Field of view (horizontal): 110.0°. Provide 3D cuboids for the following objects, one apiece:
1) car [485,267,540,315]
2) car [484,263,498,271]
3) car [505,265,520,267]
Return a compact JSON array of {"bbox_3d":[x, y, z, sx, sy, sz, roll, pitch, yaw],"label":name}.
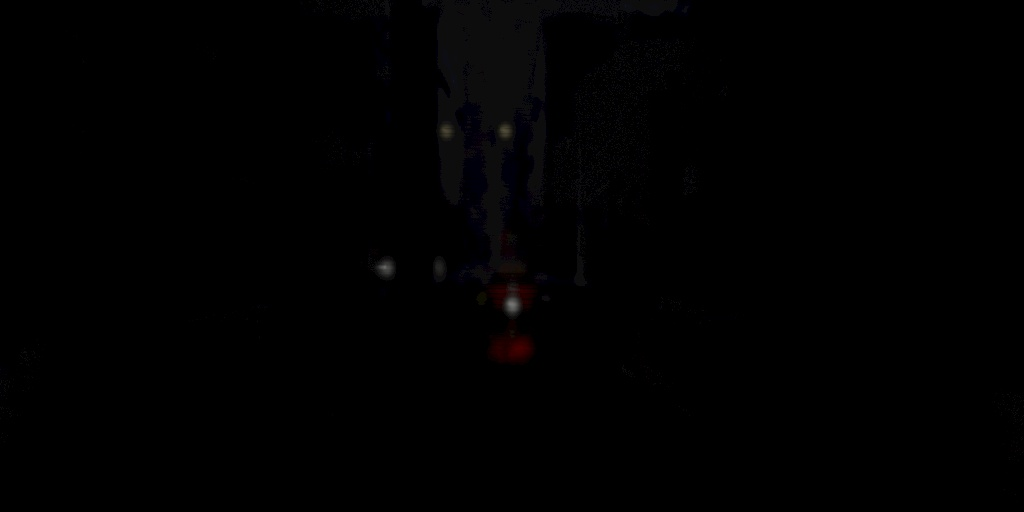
[{"bbox_3d":[0.041,1.374,14.302,1.837,1.490,4.892,0,0,1],"label":"car"},{"bbox_3d":[-3.061,1.774,54.447,1.812,1.442,4.674,0,-1,0],"label":"car"},{"bbox_3d":[0.047,1.498,30.496,1.882,1.535,5.008,0,0,0],"label":"car"}]
